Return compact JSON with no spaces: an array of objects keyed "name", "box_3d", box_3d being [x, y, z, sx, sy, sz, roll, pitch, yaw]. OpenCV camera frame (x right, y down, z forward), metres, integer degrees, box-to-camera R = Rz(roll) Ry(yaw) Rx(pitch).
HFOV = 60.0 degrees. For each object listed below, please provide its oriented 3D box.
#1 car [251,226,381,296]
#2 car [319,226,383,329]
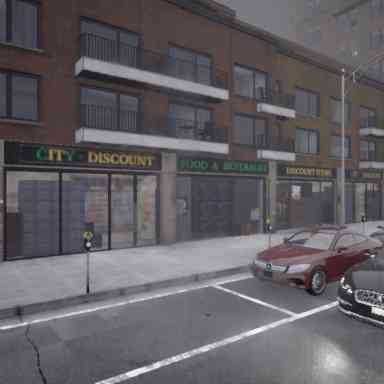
[{"name":"car","box_3d":[3.394,1.582,8.598,4.206,1.307,1.802,0,0,-35]},{"name":"car","box_3d":[4.718,1.505,6.301,4.892,1.490,1.837,0,0,-35]}]
